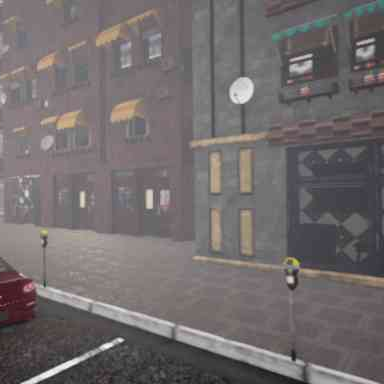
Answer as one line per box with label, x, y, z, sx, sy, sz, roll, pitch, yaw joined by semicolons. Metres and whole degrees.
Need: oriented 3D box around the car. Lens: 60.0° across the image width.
car;-4.360;1.599;5.848;4.206;1.307;1.802;0;-1;36
